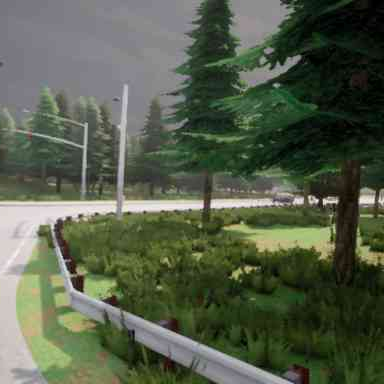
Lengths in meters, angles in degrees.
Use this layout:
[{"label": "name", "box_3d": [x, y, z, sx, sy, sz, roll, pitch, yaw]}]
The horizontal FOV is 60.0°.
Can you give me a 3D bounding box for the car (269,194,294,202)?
[{"label": "car", "box_3d": [14.523, 1.092, 53.529, 2.033, 1.411, 5.357, 5, 3, 41]}]
